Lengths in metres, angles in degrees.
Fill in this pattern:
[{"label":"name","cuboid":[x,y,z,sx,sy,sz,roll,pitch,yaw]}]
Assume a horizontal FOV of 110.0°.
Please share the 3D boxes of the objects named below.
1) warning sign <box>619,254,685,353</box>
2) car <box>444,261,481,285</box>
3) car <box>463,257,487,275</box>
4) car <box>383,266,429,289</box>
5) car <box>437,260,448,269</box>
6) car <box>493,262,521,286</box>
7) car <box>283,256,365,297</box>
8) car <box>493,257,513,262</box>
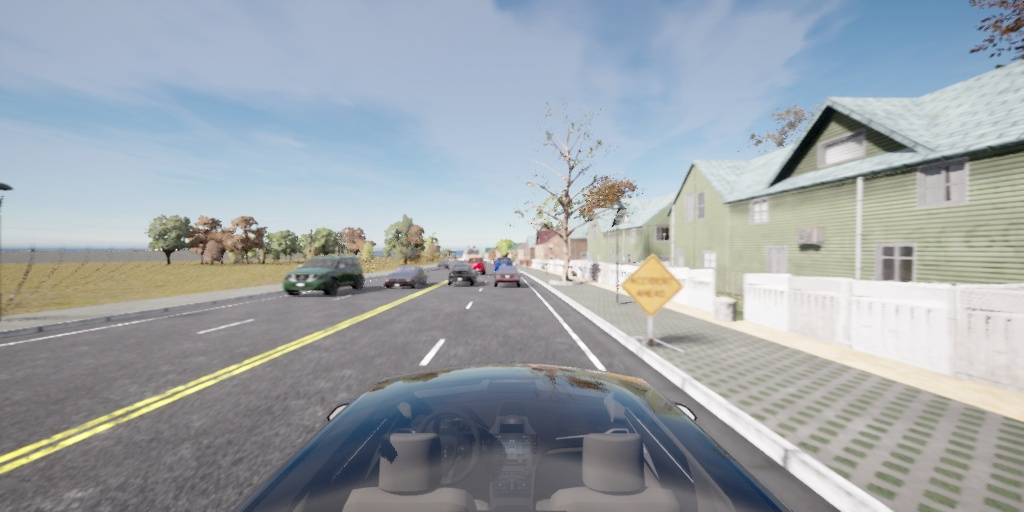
[{"label":"warning sign","cuboid":[2.825,0.891,7.356,1.300,1.860,1.060,0,0,-1]},{"label":"car","cuboid":[-3.623,1.352,26.973,1.837,1.490,4.892,0,0,-1]},{"label":"car","cuboid":[-4.246,1.141,42.965,2.150,2.045,5.566,0,0,-2]},{"label":"car","cuboid":[-6.898,1.376,24.039,2.033,1.411,5.357,0,0,-1]},{"label":"car","cuboid":[-12.089,1.522,63.820,1.837,1.490,4.892,0,0,-4]},{"label":"car","cuboid":[-0.342,1.393,25.942,2.033,1.411,5.357,0,0,-1]},{"label":"car","cuboid":[-10.069,1.029,19.752,2.150,2.045,5.566,0,-1,-1]},{"label":"car","cuboid":[-1.021,1.147,43.631,2.150,2.045,5.566,0,0,-2]}]
